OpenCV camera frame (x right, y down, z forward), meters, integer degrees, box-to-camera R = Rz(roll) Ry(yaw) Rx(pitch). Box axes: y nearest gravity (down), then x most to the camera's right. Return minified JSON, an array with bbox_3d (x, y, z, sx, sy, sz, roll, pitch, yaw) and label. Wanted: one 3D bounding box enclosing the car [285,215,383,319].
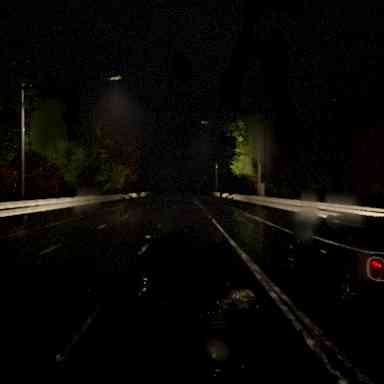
[{"bbox_3d":[3.694,1.287,7.437,2.097,1.767,4.553,0,0,-2],"label":"car"}]
